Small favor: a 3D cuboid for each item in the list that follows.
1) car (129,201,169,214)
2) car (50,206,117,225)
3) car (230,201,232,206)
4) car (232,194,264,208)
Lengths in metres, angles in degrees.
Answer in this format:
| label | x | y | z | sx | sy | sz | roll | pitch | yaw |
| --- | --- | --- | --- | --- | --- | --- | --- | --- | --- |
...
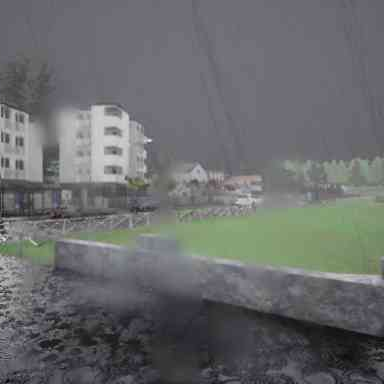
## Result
| label | x | y | z | sx | sy | sz | roll | pitch | yaw |
| --- | --- | --- | --- | --- | --- | --- | --- | --- | --- |
| car | -4.643 | 1.681 | 36.437 | 1.895 | 1.301 | 4.718 | 0 | 0 | 36 |
| car | -7.901 | 1.668 | 24.848 | 1.895 | 1.301 | 4.718 | 0 | 0 | 37 |
| car | 7.978 | 1.575 | 53.940 | 2.128 | 1.511 | 4.902 | 0 | 0 | 36 |
| car | 8.383 | 1.291 | 47.544 | 2.150 | 2.045 | 5.566 | 0 | 0 | 36 |
